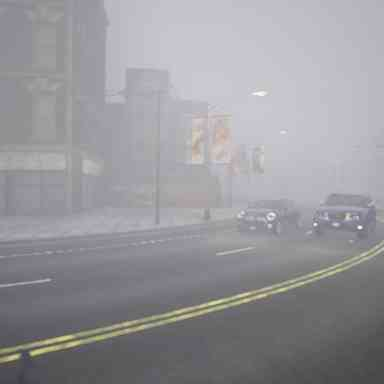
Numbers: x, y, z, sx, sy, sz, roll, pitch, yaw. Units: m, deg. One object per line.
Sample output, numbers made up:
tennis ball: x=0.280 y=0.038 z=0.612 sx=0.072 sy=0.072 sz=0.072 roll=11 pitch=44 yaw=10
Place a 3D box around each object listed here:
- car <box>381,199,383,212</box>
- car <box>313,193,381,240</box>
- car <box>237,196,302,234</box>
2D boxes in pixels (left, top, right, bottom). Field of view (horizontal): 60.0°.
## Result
car: x=17.861 y=1.319 z=31.308 sx=1.895 sy=1.301 sz=4.718 roll=1 pitch=1 yaw=13
car: x=7.804 y=1.056 z=16.677 sx=2.150 sy=2.045 sz=5.566 roll=1 pitch=1 yaw=35
car: x=4.243 y=1.133 z=17.801 sx=2.097 sy=1.767 sz=4.553 roll=1 pitch=1 yaw=36
